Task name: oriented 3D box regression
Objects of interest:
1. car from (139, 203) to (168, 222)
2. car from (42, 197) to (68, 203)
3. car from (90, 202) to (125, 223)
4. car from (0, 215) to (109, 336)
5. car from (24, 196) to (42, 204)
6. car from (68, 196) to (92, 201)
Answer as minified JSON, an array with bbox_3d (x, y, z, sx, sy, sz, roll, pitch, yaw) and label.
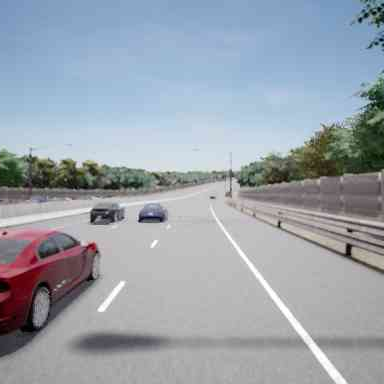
[{"bbox_3d":[-3.060,1.602,26.971,1.994,1.385,4.181,0,0,1],"label":"car"},{"bbox_3d":[-19.963,1.664,50.189,2.033,1.411,5.357,0,0,3],"label":"car"},{"bbox_3d":[-6.579,1.537,26.262,1.837,1.490,4.892,0,0,1],"label":"car"},{"bbox_3d":[-3.364,1.479,6.832,1.882,1.535,5.008,0,0,0],"label":"car"},{"bbox_3d":[-23.458,1.463,50.302,2.097,1.767,4.553,0,0,3],"label":"car"},{"bbox_3d":[-16.454,1.477,50.309,2.097,1.767,4.553,0,0,3],"label":"car"}]
